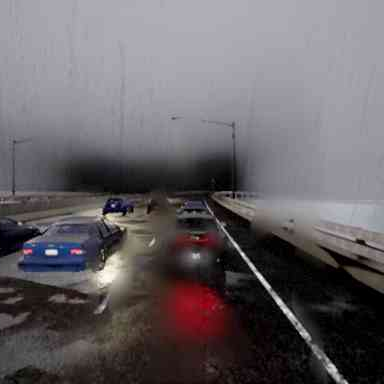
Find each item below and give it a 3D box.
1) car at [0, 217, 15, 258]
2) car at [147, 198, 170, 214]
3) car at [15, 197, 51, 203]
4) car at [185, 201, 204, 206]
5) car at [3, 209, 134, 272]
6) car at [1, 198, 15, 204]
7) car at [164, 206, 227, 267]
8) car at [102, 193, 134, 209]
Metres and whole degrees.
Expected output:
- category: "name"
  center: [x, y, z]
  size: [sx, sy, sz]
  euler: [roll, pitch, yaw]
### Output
- category: "car"
  center: [-6.885, 1.513, 11.309]
  size: [1.994, 1.385, 4.181]
  euler: [0, 0, 0]
- category: "car"
  center: [-3.194, 1.321, 32.622]
  size: [1.882, 1.535, 5.008]
  euler: [0, 0, 1]
- category: "car"
  center: [-17.322, 1.311, 37.492]
  size: [2.128, 1.511, 4.902]
  euler: [0, 0, 1]
- category: "car"
  center: [0.215, 1.427, 25.515]
  size: [2.033, 1.411, 5.357]
  euler: [0, 0, 1]
- category: "car"
  center: [-3.389, 1.499, 10.582]
  size: [2.033, 1.411, 5.357]
  euler: [0, 0, 0]
- category: "car"
  center: [-20.792, 1.375, 39.317]
  size: [1.994, 1.385, 4.181]
  euler: [0, 0, 1]
- category: "car"
  center: [0.113, 1.455, 11.196]
  size: [1.837, 1.490, 4.892]
  euler: [0, 0, 0]
- category: "car"
  center: [-6.720, 1.206, 30.711]
  size: [2.097, 1.767, 4.553]
  euler: [0, 0, 1]
